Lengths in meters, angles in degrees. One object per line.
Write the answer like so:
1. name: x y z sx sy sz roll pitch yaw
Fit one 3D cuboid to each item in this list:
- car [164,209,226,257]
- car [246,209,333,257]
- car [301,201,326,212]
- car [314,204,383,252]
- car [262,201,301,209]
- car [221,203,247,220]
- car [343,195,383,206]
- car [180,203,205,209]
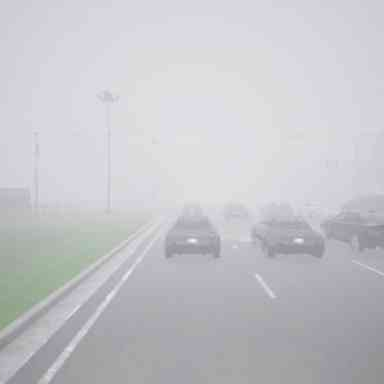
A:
1. car: 0.040 1.566 12.912 1.994 1.385 4.181 0 0 1
2. car: 3.539 1.566 12.940 1.994 1.385 4.181 0 0 1
3. car: 10.544 1.529 28.434 1.812 1.442 4.674 0 0 0
4. car: 7.047 1.480 13.859 1.882 1.535 5.008 0 0 1
5. car: 7.039 1.496 27.734 2.128 1.511 4.902 0 0 0
6. car: 3.541 1.569 27.888 1.994 1.385 4.181 0 0 0
7. car: 14.028 1.227 26.613 2.150 2.045 5.566 0 0 1
8. car: 0.018 1.551 25.598 2.033 1.411 5.357 0 0 1
